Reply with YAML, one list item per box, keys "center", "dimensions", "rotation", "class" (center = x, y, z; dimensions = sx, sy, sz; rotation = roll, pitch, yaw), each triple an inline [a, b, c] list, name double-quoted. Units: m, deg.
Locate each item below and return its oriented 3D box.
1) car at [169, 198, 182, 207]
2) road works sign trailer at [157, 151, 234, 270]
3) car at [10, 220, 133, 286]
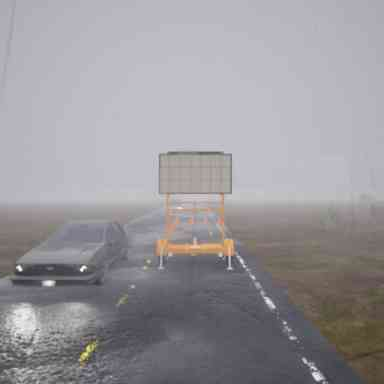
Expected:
- center: [-2.560, 1.597, 50.238]
  dimensions: [1.895, 1.301, 4.718]
  rotation: [0, 0, 1]
  class: "car"
- center: [0.115, 0.464, 11.066]
  dimensions: [2.380, 3.560, 2.880]
  rotation: [0, 0, 1]
  class: "road works sign trailer"
- center: [-3.002, 1.547, 9.686]
  dimensions: [2.033, 1.411, 5.357]
  rotation: [0, 0, 1]
  class: "car"
